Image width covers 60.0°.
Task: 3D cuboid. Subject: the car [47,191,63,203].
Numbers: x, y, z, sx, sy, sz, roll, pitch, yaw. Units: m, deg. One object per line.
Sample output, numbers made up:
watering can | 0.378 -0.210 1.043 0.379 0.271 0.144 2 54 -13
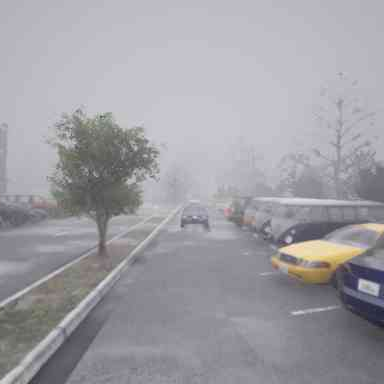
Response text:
car | -25.727 0.972 62.464 2.435 2.045 5.566 1 -1 -19

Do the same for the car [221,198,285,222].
car | 4.894 1.399 26.652 4.553 1.767 2.185 1 0 -20

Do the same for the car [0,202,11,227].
car | -13.267 1.520 18.736 4.792 1.488 2.163 -1 0 -20

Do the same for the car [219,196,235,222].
car | 4.928 1.266 20.718 5.566 2.045 2.435 1 0 -20

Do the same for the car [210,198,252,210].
car | 5.013 1.549 43.206 4.892 1.521 2.231 1 0 -20

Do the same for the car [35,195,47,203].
car | -36.095 1.638 79.641 2.185 1.767 4.553 1 -3 -19

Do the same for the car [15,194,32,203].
car | -31.659 1.225 62.584 2.231 1.521 4.892 0 -1 -19

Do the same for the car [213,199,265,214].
car | 5.144 1.539 36.486 5.366 1.575 1.946 1 0 -20

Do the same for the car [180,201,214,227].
car | 0.178 1.581 22.758 2.033 1.411 5.357 0 0 0

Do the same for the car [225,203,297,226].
car | 4.913 1.561 23.680 4.674 1.452 2.002 1 0 -20

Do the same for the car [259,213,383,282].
car | 4.681 1.494 8.733 5.366 1.575 1.946 1 0 -20

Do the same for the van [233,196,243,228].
van | 4.780 1.285 17.687 4.442 1.987 1.878 1 0 -20

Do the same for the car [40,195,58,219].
car | -13.229 1.253 27.758 5.566 2.045 2.435 -1 0 -20

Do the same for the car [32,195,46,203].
car | -28.702 1.264 62.535 2.002 1.452 4.674 1 -1 -19

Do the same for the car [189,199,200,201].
car | 0.269 1.586 41.596 1.812 1.442 4.674 0 0 0

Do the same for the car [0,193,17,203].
car | -34.610 1.098 62.614 2.185 1.767 4.553 0 -1 -19

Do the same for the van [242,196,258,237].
van | 4.771 1.281 14.710 4.442 1.987 1.878 1 0 -20

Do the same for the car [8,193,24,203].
car | -42.114 1.511 79.705 2.435 2.045 5.566 1 -3 -19

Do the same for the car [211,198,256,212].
car | 4.983 1.545 39.812 4.892 1.521 2.231 1 0 -20

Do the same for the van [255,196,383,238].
van | 4.762 1.276 11.732 4.442 1.987 1.878 1 0 -20

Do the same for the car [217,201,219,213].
car | 4.969 1.404 29.643 4.553 1.767 2.185 1 0 -20

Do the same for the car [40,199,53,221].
car | -13.240 1.529 24.748 4.792 1.488 2.163 -1 0 -20

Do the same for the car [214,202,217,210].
car | 4.929 1.564 33.012 4.792 1.488 2.163 1 0 -20

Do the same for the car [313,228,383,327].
car | 4.872 1.525 5.836 4.792 1.488 2.163 1 0 -20

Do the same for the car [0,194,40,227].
car | -13.259 1.244 21.744 5.566 2.045 2.435 -1 0 -20

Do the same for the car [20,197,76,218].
car | -13.200 1.384 30.754 4.553 1.767 2.185 -1 0 -20
